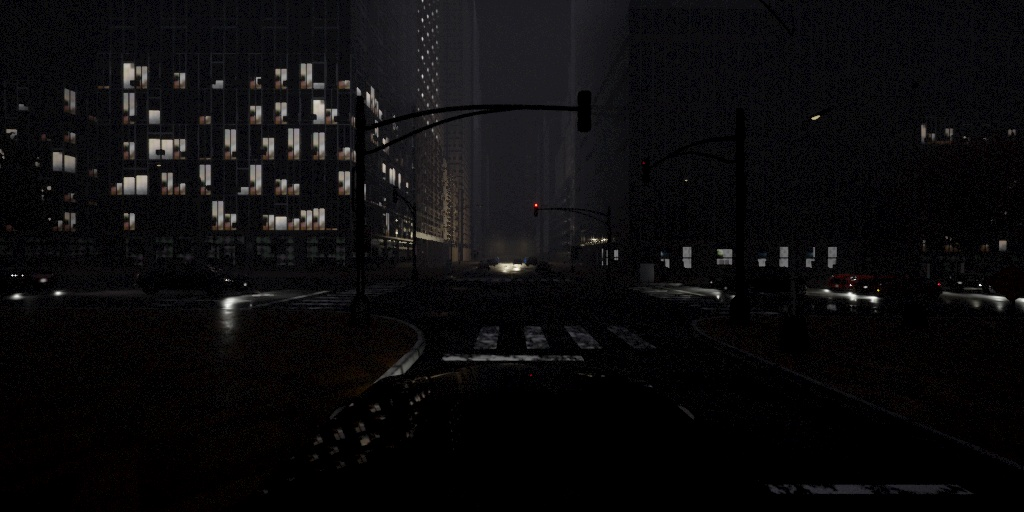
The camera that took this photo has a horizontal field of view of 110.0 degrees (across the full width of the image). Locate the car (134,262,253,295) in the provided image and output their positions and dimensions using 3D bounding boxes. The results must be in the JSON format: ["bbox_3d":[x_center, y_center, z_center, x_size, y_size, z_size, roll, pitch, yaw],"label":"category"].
[{"bbox_3d":[-14.942,1.026,16.919,4.674,1.442,1.812,1,0,-1],"label":"car"}]

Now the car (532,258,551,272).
[{"bbox_3d":[3.950,1.329,46.198,1.948,1.339,4.313,0,0,0],"label":"car"}]

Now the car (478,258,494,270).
[{"bbox_3d":[-4.000,1.343,51.695,1.802,1.307,4.207,0,0,0],"label":"car"}]

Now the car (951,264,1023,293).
[{"bbox_3d":[34.985,1.624,25.905,5.566,2.045,2.150,1,0,-2],"label":"car"}]

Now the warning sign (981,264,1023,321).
[{"bbox_3d":[17.281,1.204,12.389,1.060,1.860,1.300,0,0,-3],"label":"warning sign"}]

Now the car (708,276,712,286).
[{"bbox_3d":[16.199,1.591,25.052,4.674,1.442,1.812,1,0,-3],"label":"car"}]

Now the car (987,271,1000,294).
[{"bbox_3d":[34.036,1.934,22.614,5.357,1.411,2.033,1,0,-3],"label":"car"}]

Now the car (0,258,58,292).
[{"bbox_3d":[-24.157,0.823,16.496,4.902,1.511,2.128,1,0,-3],"label":"car"}]

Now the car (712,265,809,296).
[{"bbox_3d":[15.151,1.400,21.751,4.553,1.767,2.097,1,0,-3],"label":"car"}]

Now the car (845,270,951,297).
[{"bbox_3d":[23.737,1.766,22.147,4.181,1.385,1.994,1,0,-3],"label":"car"}]

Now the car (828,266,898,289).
[{"bbox_3d":[25.241,1.579,25.465,4.553,1.767,2.097,1,0,-3],"label":"car"}]
